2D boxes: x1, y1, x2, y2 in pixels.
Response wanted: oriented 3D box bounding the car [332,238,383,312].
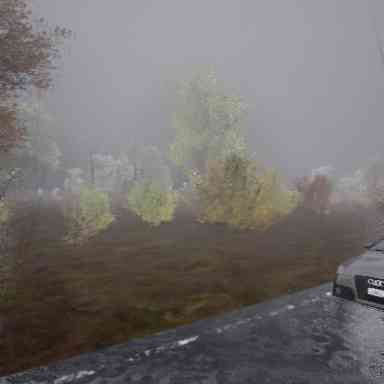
[{"bbox_3d":[4.825,1.591,7.052,4.181,1.385,1.994,0,0,-37],"label":"car"}]
